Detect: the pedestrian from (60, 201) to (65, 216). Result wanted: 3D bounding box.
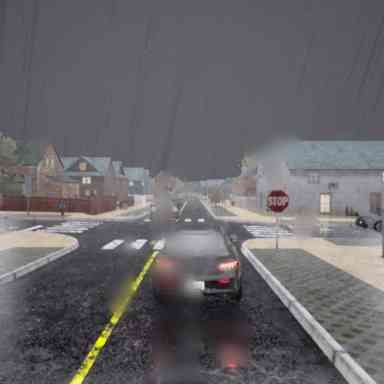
[{"bbox_3d":[-9.620,1.236,24.741,0.500,1.100,0.500,0,0,1],"label":"pedestrian"}]

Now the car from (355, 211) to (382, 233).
[{"bbox_3d":[12.887,1.819,21.419,4.181,1.385,1.994,1,1,1],"label":"car"}]

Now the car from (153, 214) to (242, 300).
[{"bbox_3d":[0.175,1.521,8.303,1.812,1.442,4.674,0,0,2],"label":"car"}]

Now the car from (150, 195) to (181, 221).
[{"bbox_3d":[-2.327,1.315,26.800,2.097,1.767,4.553,0,-1,-8],"label":"car"}]

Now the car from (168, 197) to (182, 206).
[{"bbox_3d":[-2.664,1.530,54.204,1.994,1.385,4.181,0,0,1],"label":"car"}]

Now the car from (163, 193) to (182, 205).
[{"bbox_3d":[-2.746,1.198,40.117,2.150,2.045,5.566,0,0,0],"label":"car"}]
